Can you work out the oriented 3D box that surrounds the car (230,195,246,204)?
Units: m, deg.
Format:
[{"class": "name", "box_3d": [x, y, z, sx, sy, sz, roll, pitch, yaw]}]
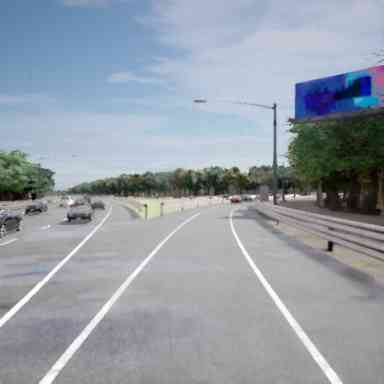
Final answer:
[{"class": "car", "box_3d": [8.930, 1.628, 66.503, 1.882, 1.535, 5.008, 0, 0, 19]}]

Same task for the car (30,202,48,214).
[{"class": "car", "box_3d": [-18.911, 1.919, 40.571, 1.812, 1.442, 4.674, 0, -1, -13]}]

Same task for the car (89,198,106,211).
[{"class": "car", "box_3d": [-13.904, 1.984, 49.616, 1.837, 1.490, 4.892, 0, -1, -13]}]

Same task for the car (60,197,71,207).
[{"class": "car", "box_3d": [-25.173, 1.950, 66.753, 2.150, 2.045, 5.566, 0, -1, -14]}]

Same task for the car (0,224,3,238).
[{"class": "car", "box_3d": [-4.930, 1.510, 4.893, 2.128, 1.511, 4.902, 0, 0, -10]}]

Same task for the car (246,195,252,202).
[{"class": "car", "box_3d": [12.350, 1.375, 76.055, 2.097, 1.767, 4.553, 0, 0, 24]}]

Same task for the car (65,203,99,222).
[{"class": "car", "box_3d": [-9.300, 1.834, 28.278, 1.895, 1.301, 4.718, 0, -1, -11]}]

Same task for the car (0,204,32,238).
[{"class": "car", "box_3d": [-10.804, 1.631, 18.274, 2.128, 1.511, 4.902, 0, -1, -11]}]

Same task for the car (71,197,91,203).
[{"class": "car", "box_3d": [-19.380, 1.949, 58.144, 2.097, 1.767, 4.553, 0, -1, -14]}]

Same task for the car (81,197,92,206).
[{"class": "car", "box_3d": [-24.011, 2.068, 75.971, 2.150, 2.045, 5.566, 0, -1, -15]}]
